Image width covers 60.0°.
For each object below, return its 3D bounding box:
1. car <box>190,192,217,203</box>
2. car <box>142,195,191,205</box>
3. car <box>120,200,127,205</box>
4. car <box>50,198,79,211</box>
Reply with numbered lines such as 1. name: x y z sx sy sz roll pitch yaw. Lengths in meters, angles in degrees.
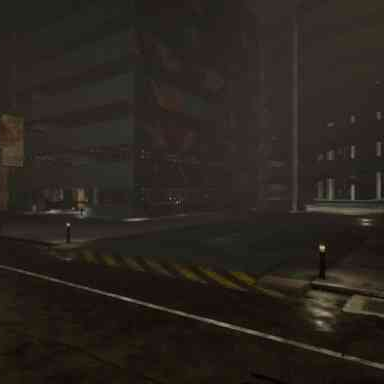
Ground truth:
1. car: 1.944 1.029 63.001 5.566 2.045 2.435 0 0 35
2. car: -2.712 1.320 34.498 4.674 1.452 2.002 0 0 35
3. car: -8.033 1.463 47.401 4.718 1.301 1.895 0 0 35
4. car: -15.056 1.413 38.158 4.786 1.482 2.161 0 0 35
